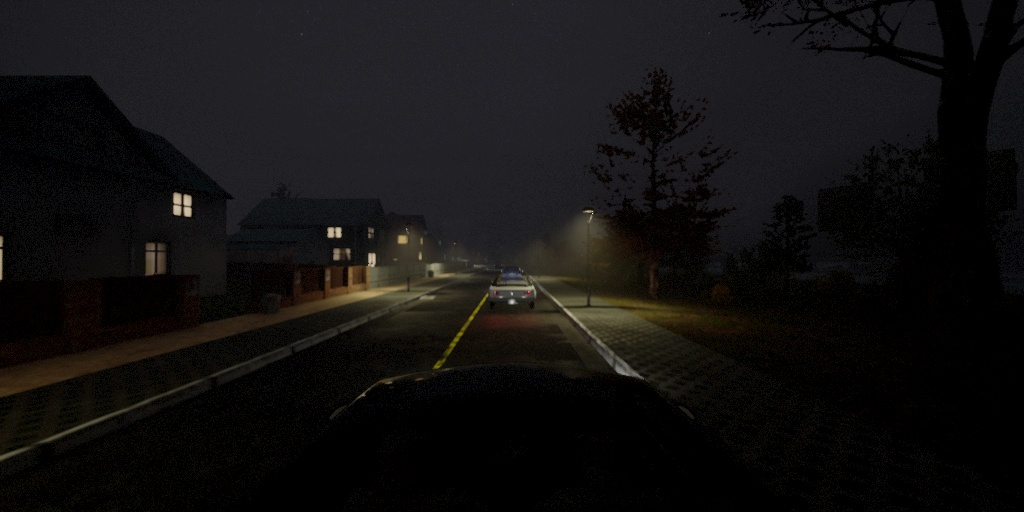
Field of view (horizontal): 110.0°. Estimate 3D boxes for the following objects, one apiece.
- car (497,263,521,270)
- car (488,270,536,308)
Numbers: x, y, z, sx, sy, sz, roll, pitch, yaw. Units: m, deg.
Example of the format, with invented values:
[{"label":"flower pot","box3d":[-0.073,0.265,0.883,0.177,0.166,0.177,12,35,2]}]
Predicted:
[{"label":"car","box3d":[0.004,1.559,30.834,2.033,1.411,5.357,0,0,0]},{"label":"car","box3d":[0.003,1.482,15.951,1.895,1.301,4.718,0,0,0]}]
